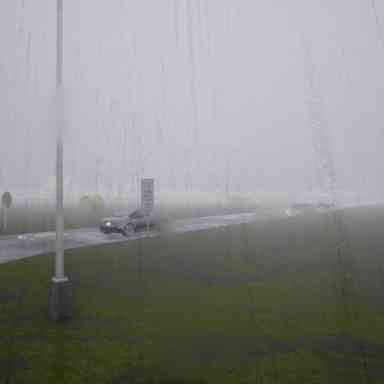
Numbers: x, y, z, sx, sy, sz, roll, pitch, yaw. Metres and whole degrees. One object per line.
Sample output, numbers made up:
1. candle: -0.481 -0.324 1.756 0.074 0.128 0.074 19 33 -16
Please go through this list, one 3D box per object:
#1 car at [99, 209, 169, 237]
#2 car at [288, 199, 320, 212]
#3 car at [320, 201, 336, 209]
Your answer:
1. car: -3.199 1.663 19.098 1.994 1.385 4.181 0 -1 37
2. car: 14.545 1.783 42.945 1.882 1.535 5.008 0 -1 37
3. car: 20.765 1.967 51.408 1.895 1.301 4.718 0 -1 37
